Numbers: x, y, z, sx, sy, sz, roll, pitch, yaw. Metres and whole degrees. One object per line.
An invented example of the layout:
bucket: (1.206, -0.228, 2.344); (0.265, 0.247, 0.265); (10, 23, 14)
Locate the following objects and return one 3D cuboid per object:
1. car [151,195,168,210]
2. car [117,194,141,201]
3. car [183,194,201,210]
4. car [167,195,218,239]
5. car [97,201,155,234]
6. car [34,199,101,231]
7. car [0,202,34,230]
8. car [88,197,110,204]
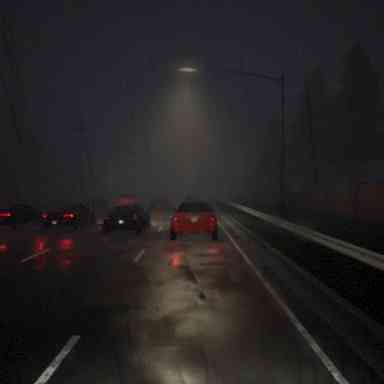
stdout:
car: (-3.461, 1.127, 36.413); (1.837, 1.490, 4.892); (0, 1, 1)
car: (-6.961, 0.967, 36.934); (2.097, 1.767, 4.553); (0, 1, 0)
car: (0.043, 1.092, 37.085); (1.882, 1.535, 5.008); (0, 1, 0)
car: (0.097, 1.181, 16.379); (2.097, 1.767, 4.553); (0, 1, 0)
car: (-3.403, 1.376, 17.953); (1.994, 1.385, 4.181); (0, 1, 0)
car: (-6.904, 1.327, 18.999); (1.812, 1.442, 4.674); (0, 0, 0)
car: (-10.403, 1.322, 19.509); (1.812, 1.442, 4.674); (0, 0, 0)
car: (-10.465, 1.222, 36.483); (1.895, 1.301, 4.718); (0, 1, 1)
